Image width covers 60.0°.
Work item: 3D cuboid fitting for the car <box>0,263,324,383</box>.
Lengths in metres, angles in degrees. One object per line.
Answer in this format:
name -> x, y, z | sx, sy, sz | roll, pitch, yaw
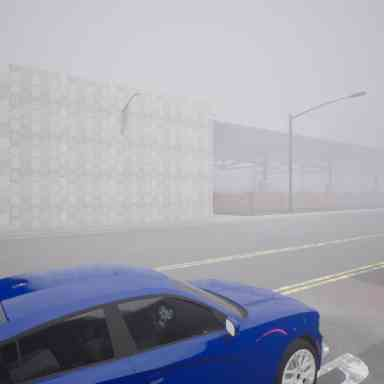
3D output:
car -> -0.743, 1.478, 3.220 | 5.008, 1.535, 1.882 | 0, 0, -36
